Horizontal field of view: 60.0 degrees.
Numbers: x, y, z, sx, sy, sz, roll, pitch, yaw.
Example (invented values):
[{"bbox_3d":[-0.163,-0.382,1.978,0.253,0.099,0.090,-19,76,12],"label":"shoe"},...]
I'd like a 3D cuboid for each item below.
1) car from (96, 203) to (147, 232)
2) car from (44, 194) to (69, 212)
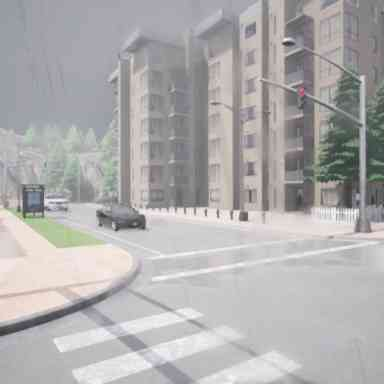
[{"bbox_3d":[-4.486,1.484,20.585,1.882,1.535,5.008,0,1,-32],"label":"car"},{"bbox_3d":[-16.253,1.226,39.478,2.150,2.045,5.566,0,0,-32],"label":"car"}]
